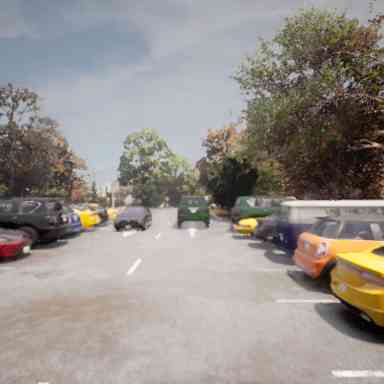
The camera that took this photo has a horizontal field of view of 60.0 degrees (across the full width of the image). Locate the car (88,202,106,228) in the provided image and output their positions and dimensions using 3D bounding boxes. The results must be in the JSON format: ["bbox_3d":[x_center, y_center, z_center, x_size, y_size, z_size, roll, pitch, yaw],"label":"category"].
[{"bbox_3d":[-8.031,1.530,19.645,5.008,1.535,2.097,0,0,0],"label":"car"}]

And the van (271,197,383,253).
[{"bbox_3d":[5.158,1.277,11.116,4.442,1.987,1.878,0,0,0],"label":"van"}]

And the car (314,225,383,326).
[{"bbox_3d":[5.036,1.492,5.700,5.008,1.535,2.097,0,0,0],"label":"car"}]

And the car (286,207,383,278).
[{"bbox_3d":[5.010,1.372,8.346,4.553,1.767,2.185,0,0,0],"label":"car"}]

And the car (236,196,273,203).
[{"bbox_3d":[5.070,1.276,19.423,5.566,2.045,2.435,0,0,0],"label":"car"}]

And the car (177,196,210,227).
[{"bbox_3d":[0.101,1.307,23.522,2.150,2.045,5.566,0,0,0],"label":"car"}]

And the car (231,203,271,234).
[{"bbox_3d":[4.857,1.513,16.653,5.366,1.575,1.946,0,0,0],"label":"car"}]

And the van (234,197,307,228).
[{"bbox_3d":[5.160,1.325,22.315,4.442,1.987,1.878,0,0,0],"label":"van"}]

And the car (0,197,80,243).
[{"bbox_3d":[-8.066,1.258,14.097,5.566,2.045,2.435,0,0,0],"label":"car"}]

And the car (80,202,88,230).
[{"bbox_3d":[-8.006,1.392,16.869,4.553,1.767,2.185,0,0,0],"label":"car"}]

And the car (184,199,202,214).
[{"bbox_3d":[0.104,1.802,41.812,2.097,1.767,4.553,0,-2,0],"label":"car"}]

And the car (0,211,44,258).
[{"bbox_3d":[-8.009,1.533,11.320,4.792,1.488,2.163,0,0,0],"label":"car"}]

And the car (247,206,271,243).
[{"bbox_3d":[5.035,1.510,13.886,4.892,1.521,2.231,0,0,0],"label":"car"}]

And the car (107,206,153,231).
[{"bbox_3d":[-3.594,1.610,21.333,2.033,1.411,5.357,0,0,0],"label":"car"}]
